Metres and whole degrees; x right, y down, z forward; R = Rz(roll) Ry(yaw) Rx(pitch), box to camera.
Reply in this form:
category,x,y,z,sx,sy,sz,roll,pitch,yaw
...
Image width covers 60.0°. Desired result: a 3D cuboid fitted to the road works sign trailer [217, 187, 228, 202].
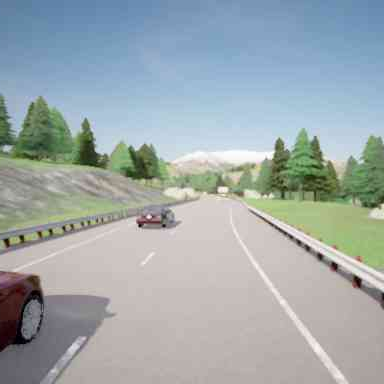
category,x,y,z,sx,sy,sz,roll,pitch,yaw
road works sign trailer,7.359,0.498,78.945,2.380,3.560,2.880,0,0,6

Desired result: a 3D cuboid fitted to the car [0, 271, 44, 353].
category,x,y,z,sx,sy,sz,roll,pitch,yaw
car,-3.329,1.473,3.357,1.882,1.535,5.008,0,0,1

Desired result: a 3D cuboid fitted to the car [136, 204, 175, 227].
category,x,y,z,sx,sy,sz,roll,pitch,yaw
car,-2.385,1.550,22.555,2.033,1.411,5.357,0,0,5
